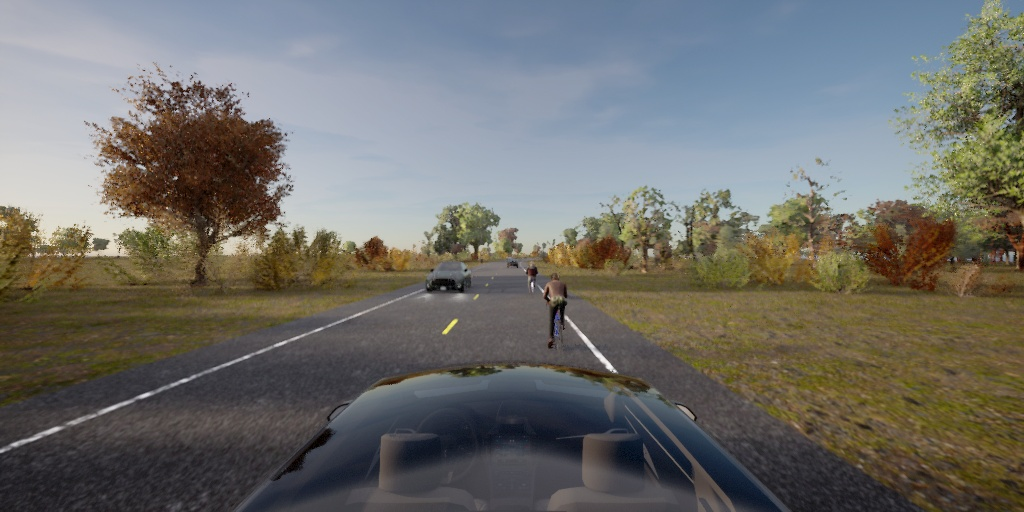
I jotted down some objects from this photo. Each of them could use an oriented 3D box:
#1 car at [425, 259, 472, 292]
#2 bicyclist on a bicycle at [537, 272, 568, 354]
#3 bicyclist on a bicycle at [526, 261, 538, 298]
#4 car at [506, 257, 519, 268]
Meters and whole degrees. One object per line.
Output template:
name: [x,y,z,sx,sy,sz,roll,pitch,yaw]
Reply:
car: [-3.594,1.101,20.963,2.097,1.767,4.553,0,0,0]
bicyclist on a bicycle: [0.966,1.203,7.840,0.582,1.620,1.656,0,0,0]
bicyclist on a bicycle: [0.970,1.121,17.500,0.659,1.776,1.843,0,0,0]
car: [0.116,1.208,60.771,1.837,1.490,4.892,0,0,0]
